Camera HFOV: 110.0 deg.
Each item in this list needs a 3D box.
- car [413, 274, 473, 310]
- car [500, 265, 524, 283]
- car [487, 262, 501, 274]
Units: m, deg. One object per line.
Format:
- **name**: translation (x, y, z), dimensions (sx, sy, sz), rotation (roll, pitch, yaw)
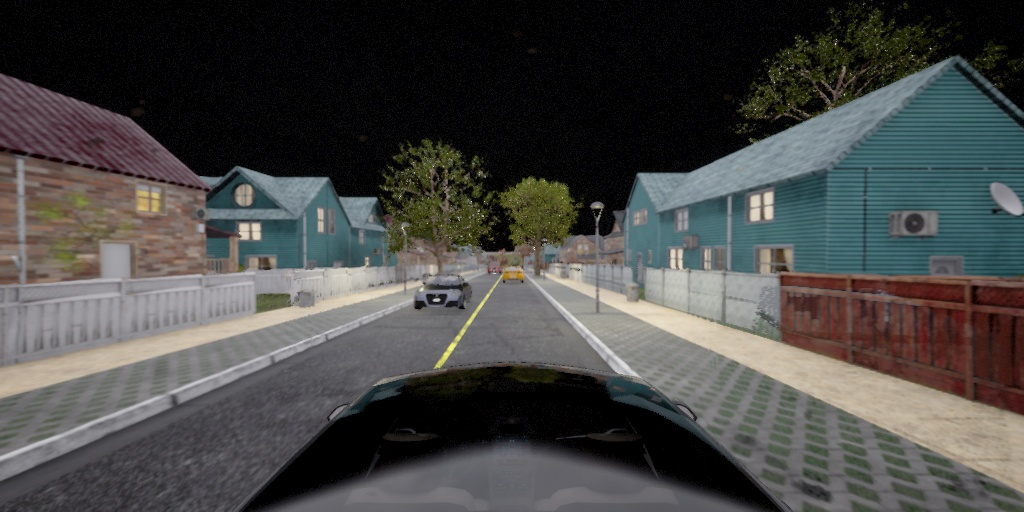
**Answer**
- **car**: translation (-2.848, 1.498, 15.533), dimensions (1.994, 1.385, 4.181), rotation (0, -1, 0)
- **car**: translation (0.100, 1.703, 34.296), dimensions (1.882, 1.535, 5.008), rotation (0, -1, 0)
- **car**: translation (-2.747, 1.987, 57.852), dimensions (2.150, 2.045, 5.566), rotation (0, -1, 0)
